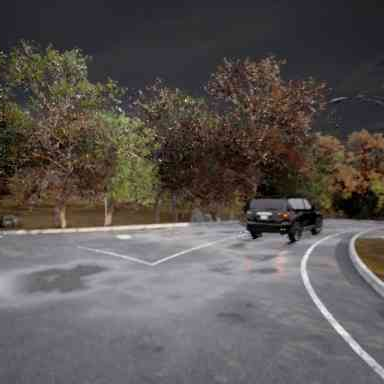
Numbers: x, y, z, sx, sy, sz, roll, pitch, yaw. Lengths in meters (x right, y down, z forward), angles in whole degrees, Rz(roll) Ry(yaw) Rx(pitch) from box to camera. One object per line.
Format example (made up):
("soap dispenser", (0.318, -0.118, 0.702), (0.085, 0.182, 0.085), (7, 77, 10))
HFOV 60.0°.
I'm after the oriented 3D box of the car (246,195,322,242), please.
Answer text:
("car", (4.661, 1.182, 16.376), (2.150, 2.045, 5.566), (-1, -1, 36))
